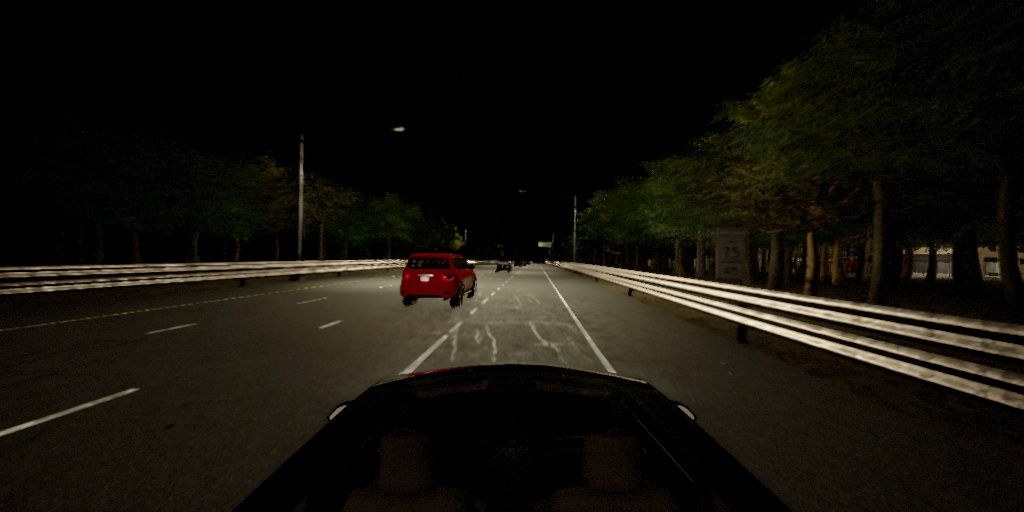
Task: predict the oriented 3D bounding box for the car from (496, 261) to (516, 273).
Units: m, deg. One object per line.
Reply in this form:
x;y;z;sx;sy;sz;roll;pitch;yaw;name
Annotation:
-1.001;1.389;46.519;2.033;1.411;5.357;1;0;4;car

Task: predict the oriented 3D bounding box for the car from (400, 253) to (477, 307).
-2.952;0.926;15.478;2.150;2.045;5.566;1;0;4;car
